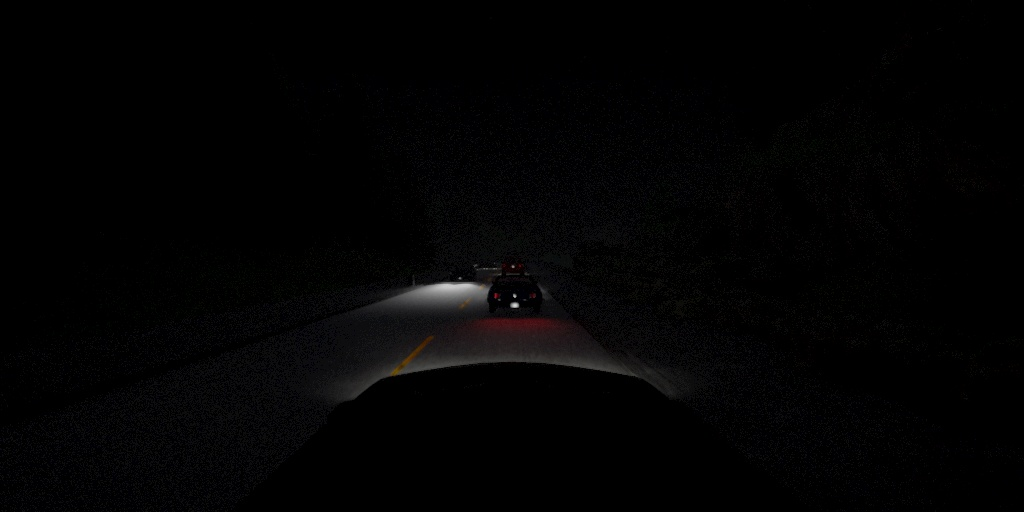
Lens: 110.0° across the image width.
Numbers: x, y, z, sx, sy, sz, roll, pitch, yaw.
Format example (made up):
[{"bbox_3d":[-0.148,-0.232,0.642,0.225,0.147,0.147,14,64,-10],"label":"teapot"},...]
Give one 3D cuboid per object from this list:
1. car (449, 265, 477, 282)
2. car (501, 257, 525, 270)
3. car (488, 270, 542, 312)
[{"bbox_3d":[-4.095,1.451,30.470,1.895,1.301,4.718,0,0,0],"label":"car"},{"bbox_3d":[0.099,1.094,36.462,2.150,2.045,5.566,0,0,0],"label":"car"},{"bbox_3d":[0.100,1.395,14.474,1.895,1.301,4.718,0,0,0],"label":"car"}]
